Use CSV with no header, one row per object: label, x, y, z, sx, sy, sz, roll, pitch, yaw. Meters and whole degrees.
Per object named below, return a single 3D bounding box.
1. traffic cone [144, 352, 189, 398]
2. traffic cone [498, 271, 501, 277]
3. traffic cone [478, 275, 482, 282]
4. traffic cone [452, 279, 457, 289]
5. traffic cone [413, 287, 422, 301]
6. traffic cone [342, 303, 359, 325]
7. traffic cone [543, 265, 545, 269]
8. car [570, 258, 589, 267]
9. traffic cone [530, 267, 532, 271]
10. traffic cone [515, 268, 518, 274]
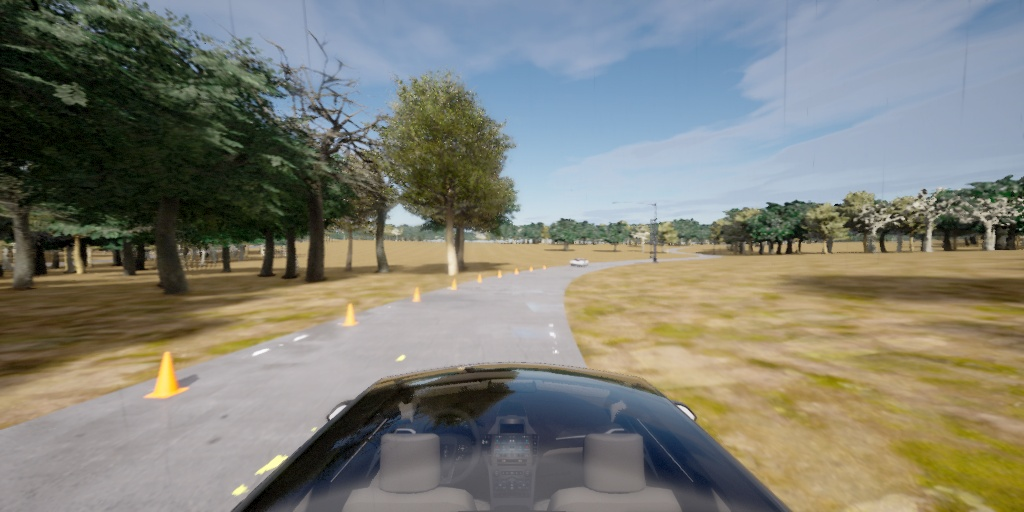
traffic cone,-4.916,1.668,5.115,0.340,0.580,0.340,0,0,2
traffic cone,-1.031,1.513,30.388,0.340,0.580,0.340,0,0,15
traffic cone,-2.274,1.557,25.417,0.340,0.580,0.340,0,0,13
traffic cone,-3.285,1.594,20.393,0.340,0.580,0.340,0,0,10
traffic cone,-4.064,1.626,15.327,0.340,0.580,0.340,0,0,7
traffic cone,-4.608,1.651,10.231,0.340,0.580,0.340,0,0,5
traffic cone,4.052,1.373,44.885,0.340,0.580,0.340,0,0,23
car,9.749,0.942,51.950,1.895,1.301,4.718,1,1,24
traffic cone,2.135,1.418,40.133,0.340,0.580,0.340,0,0,21
traffic cone,0.439,1.464,35.297,0.340,0.580,0.340,0,0,18
